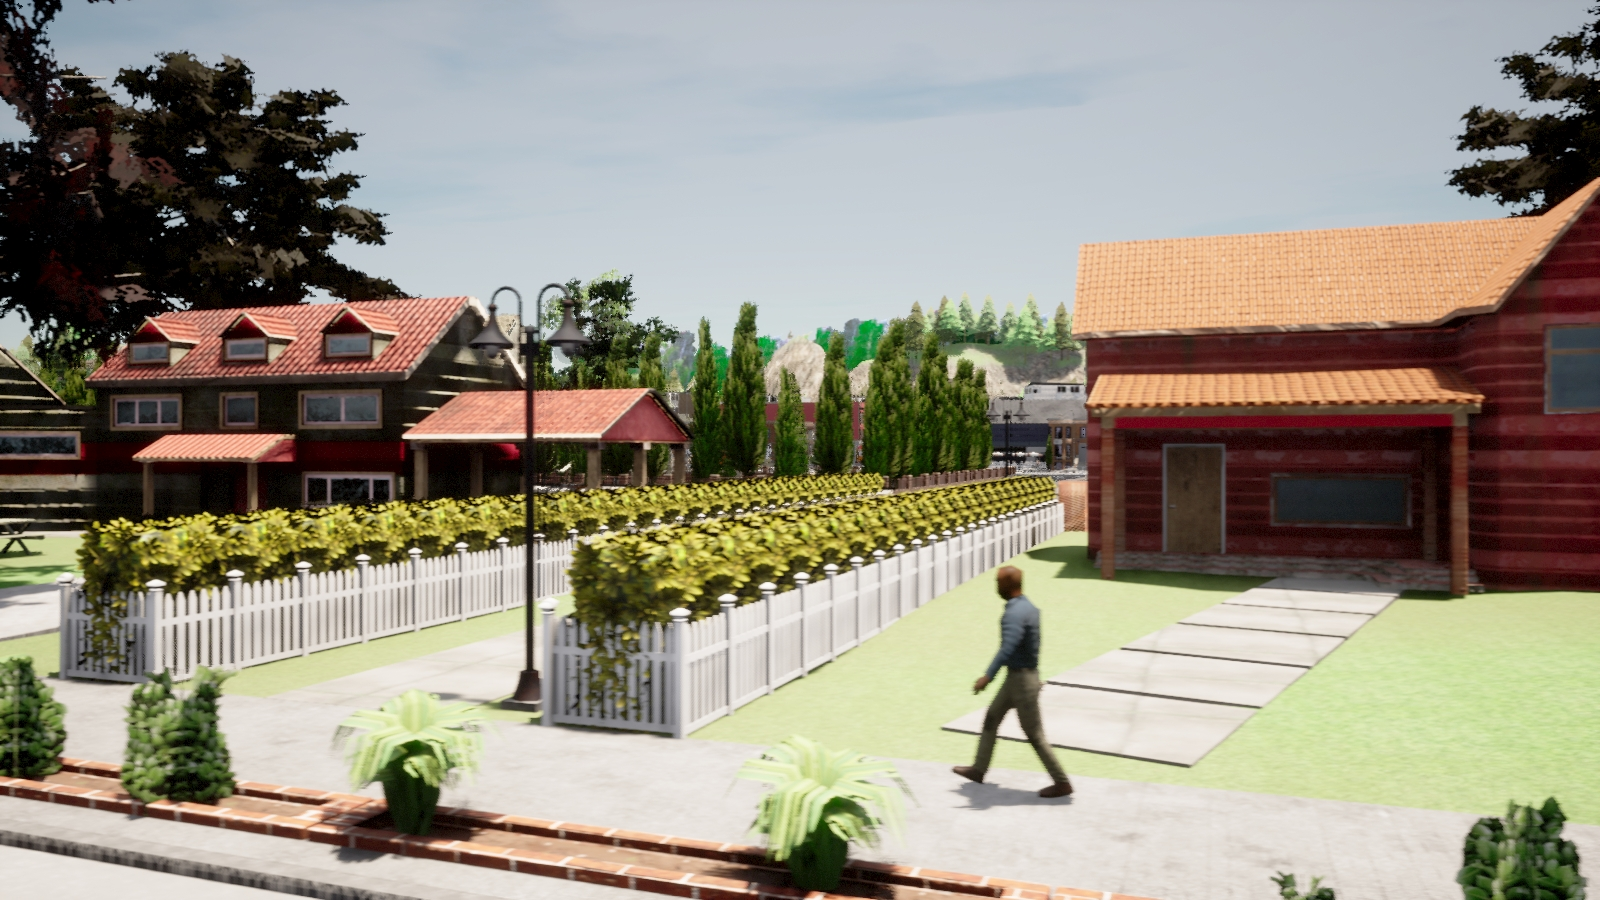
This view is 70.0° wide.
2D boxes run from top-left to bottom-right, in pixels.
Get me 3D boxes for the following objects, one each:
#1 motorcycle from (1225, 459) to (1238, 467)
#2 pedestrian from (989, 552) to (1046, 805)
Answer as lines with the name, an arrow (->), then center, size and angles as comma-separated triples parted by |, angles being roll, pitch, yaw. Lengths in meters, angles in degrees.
motorcycle -> 71.881, 2.186, 190.471 | 2.033, 1.199, 0.803 | -1, 0, 20
pedestrian -> 1.686, 1.744, 8.834 | 0.375, 1.860, 0.375 | 0, 0, 20
